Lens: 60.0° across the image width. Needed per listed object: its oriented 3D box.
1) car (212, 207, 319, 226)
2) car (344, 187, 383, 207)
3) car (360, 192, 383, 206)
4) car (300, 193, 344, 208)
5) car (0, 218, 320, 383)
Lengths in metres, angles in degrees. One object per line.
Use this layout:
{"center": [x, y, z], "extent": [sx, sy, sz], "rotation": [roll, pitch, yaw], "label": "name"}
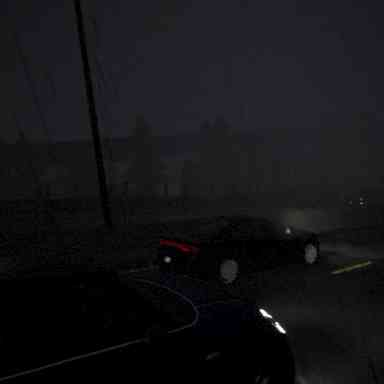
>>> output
{"center": [1.450, 1.365, 9.080], "extent": [5.008, 1.535, 1.882], "rotation": [-1, 1, -35], "label": "car"}
{"center": [17.615, 0.550, 33.726], "extent": [5.566, 2.045, 2.150], "rotation": [-3, 1, -35], "label": "car"}
{"center": [16.865, 1.008, 28.902], "extent": [4.181, 1.385, 1.994], "rotation": [-2, 1, -35], "label": "car"}
{"center": [13.429, 0.899, 35.044], "extent": [5.008, 1.535, 1.882], "rotation": [-2, 1, -35], "label": "car"}
{"center": [-1.180, 1.341, 2.905], "extent": [4.553, 1.767, 2.097], "rotation": [-1, 1, -35], "label": "car"}
